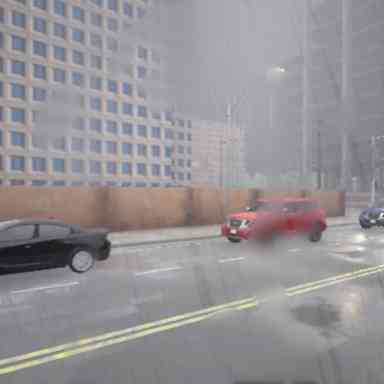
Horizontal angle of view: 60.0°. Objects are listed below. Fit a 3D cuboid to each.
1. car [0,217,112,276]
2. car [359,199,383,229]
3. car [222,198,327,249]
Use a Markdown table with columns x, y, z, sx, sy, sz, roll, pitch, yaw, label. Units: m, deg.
| x | y | z | sx | sy | sz | roll | pitch | yaw | label |
| --- | --- | --- | --- | --- | --- | --- | --- | --- | --- |
| -4.753 | 1.486 | 9.199 | 5.008 | 1.535 | 1.882 | 1 | 0 | -35 | car |
| 13.319 | 1.461 | 21.958 | 5.566 | 2.045 | 2.150 | 0 | 0 | -35 | car |
| 3.962 | 1.298 | 15.401 | 5.566 | 2.045 | 2.150 | 0 | 0 | -36 | car |
